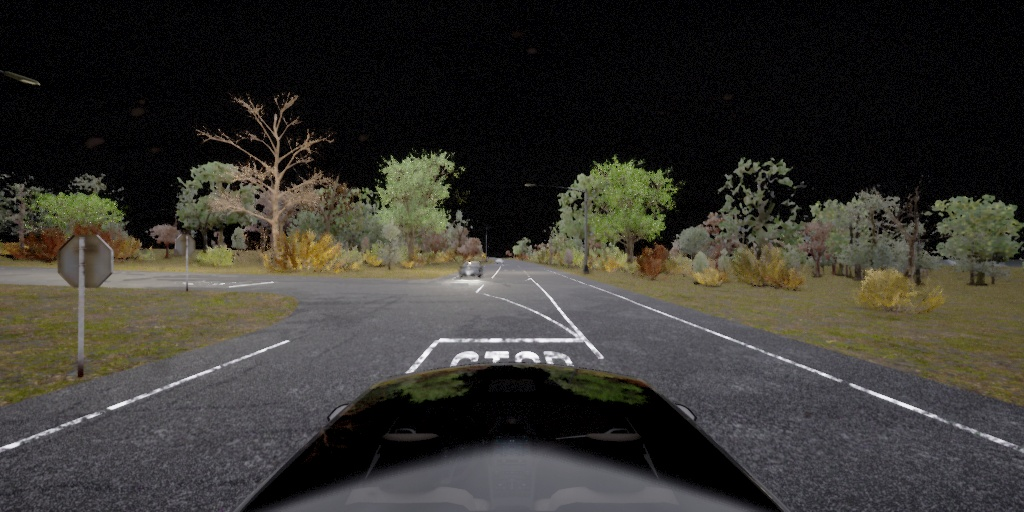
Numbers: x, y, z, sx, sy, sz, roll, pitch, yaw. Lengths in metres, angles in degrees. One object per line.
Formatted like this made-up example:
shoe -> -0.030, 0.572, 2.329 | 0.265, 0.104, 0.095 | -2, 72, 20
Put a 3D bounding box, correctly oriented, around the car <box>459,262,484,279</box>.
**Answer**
car -> -3.561, 1.248, 32.087 | 2.128, 1.511, 4.902 | -1, 0, 0
